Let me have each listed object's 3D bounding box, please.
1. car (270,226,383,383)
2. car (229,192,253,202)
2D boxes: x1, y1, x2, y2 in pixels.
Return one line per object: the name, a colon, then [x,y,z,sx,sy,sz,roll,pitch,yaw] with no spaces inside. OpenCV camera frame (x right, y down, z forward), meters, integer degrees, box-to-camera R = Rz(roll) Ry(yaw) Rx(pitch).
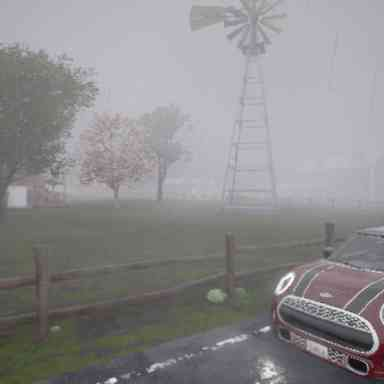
car: [3.404,1.401,5.499,4.553,1.767,2.097,1,0,-35]
car: [10.029,0.951,68.128,2.150,2.045,5.566,2,0,-35]
